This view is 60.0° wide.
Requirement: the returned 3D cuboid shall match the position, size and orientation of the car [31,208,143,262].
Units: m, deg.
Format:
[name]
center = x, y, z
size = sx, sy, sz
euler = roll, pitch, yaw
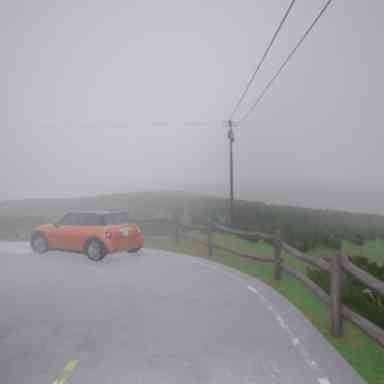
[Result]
[car]
center = -4.171, 1.497, 12.961
size = 4.553, 1.767, 2.097
euler = -1, -1, 31
